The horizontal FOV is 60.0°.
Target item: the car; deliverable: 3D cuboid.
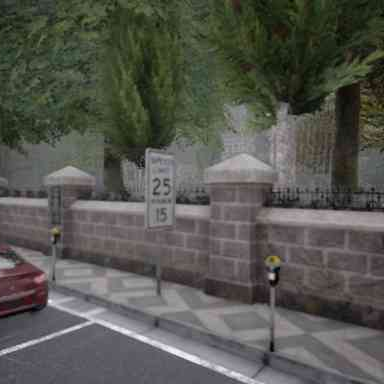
[{"bbox_3d":[-4.390,1.589,6.449,4.206,1.307,1.802,0,0,38],"label":"car"}]
